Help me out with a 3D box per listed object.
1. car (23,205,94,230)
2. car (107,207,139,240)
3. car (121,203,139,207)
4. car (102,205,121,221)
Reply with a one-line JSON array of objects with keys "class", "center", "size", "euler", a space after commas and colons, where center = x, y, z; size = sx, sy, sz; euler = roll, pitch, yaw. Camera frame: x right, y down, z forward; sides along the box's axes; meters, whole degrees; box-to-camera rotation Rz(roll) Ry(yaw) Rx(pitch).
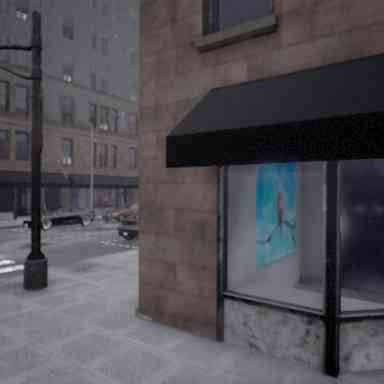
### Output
[{"class": "car", "center": [-8.103, 1.510, 20.545], "size": [1.947, 1.339, 4.313], "euler": [0, 0, 35]}, {"class": "car", "center": [-1.560, 1.543, 15.899], "size": [2.008, 1.369, 4.403], "euler": [0, 0, 35]}, {"class": "car", "center": [-2.503, 1.563, 24.048], "size": [1.895, 1.301, 4.718], "euler": [0, 0, 35]}, {"class": "car", "center": [-4.814, 1.529, 25.178], "size": [1.802, 1.307, 4.206], "euler": [0, 0, 35]}]
